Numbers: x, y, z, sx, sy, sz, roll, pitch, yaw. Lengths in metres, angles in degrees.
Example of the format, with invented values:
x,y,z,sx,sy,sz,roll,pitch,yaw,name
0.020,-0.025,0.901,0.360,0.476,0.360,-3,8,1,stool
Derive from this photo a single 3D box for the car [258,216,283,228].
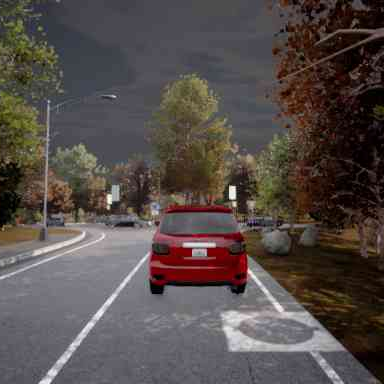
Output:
x,y,z,sx,sy,sz,roll,pitch,yaw,name
8.555,3.503,38.936,2.033,1.411,5.357,-4,-6,44,car

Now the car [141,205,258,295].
x,y,z,sx,sy,sz,roll,pitch,yaw,name
0.105,1.360,9.218,2.150,2.045,5.566,0,-2,-1,car

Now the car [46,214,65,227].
x,y,z,sx,sy,sz,roll,pitch,yaw,name
-17.741,3.620,43.048,2.097,1.767,4.553,2,-5,-23,car

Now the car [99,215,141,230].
x,y,z,sx,sy,sz,roll,pitch,yaw,name
-6.646,3.121,34.591,4.902,1.511,2.128,-1,-4,15,car

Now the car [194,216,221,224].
x,y,z,sx,sy,sz,roll,pitch,yaw,name
2.986,5.458,65.900,4.902,1.511,2.128,-1,-4,22,car

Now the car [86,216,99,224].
x,y,z,sx,sy,sz,roll,pitch,yaw,name
-16.714,4.990,59.902,2.128,1.511,4.902,-4,-4,37,car
